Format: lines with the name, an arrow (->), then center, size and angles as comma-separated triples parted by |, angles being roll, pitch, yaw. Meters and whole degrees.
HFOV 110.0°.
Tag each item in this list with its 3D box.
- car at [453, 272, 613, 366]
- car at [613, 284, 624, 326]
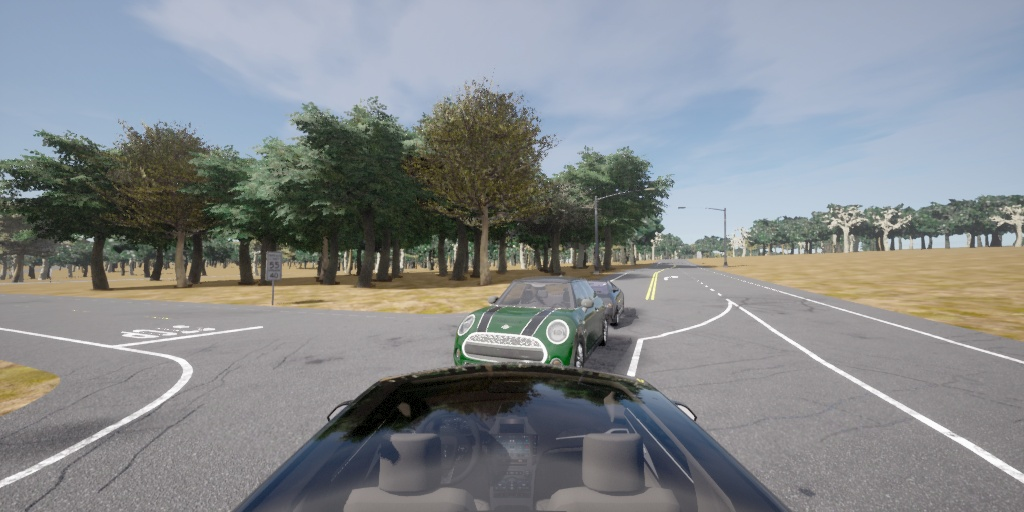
car -> 0.676, 1.223, 7.478 | 2.097, 1.767, 4.553 | -1, -2, 22
car -> 2.897, 1.555, 12.912 | 1.994, 1.385, 4.181 | -2, 0, 22
